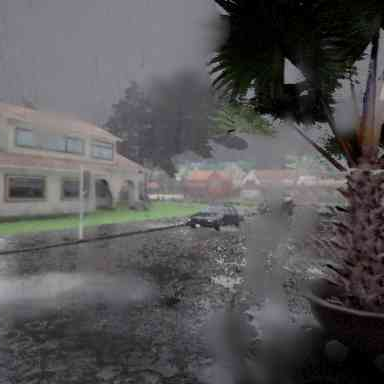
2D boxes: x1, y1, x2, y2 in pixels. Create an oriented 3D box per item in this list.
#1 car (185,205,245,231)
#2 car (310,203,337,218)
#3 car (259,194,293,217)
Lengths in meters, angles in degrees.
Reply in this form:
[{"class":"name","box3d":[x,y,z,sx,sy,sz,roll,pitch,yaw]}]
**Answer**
[{"class":"car","box3d":[1.645,1.513,20.986,2.033,1.411,5.357,1,0,30]},{"class":"car","box3d":[12.511,1.693,31.615,1.994,1.385,4.181,1,0,30]},{"class":"car","box3d":[8.381,1.271,32.736,2.150,2.045,5.566,1,0,30]}]
